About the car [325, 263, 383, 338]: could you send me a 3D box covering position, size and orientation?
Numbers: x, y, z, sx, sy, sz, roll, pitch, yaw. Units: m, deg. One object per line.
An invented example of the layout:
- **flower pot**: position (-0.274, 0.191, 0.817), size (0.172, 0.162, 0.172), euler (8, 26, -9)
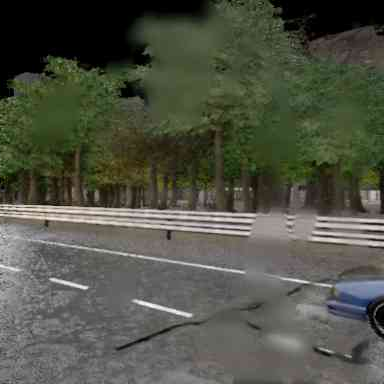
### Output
- **car**: position (4.855, 1.548, 4.703), size (5.357, 1.411, 2.033), euler (0, 0, 35)
